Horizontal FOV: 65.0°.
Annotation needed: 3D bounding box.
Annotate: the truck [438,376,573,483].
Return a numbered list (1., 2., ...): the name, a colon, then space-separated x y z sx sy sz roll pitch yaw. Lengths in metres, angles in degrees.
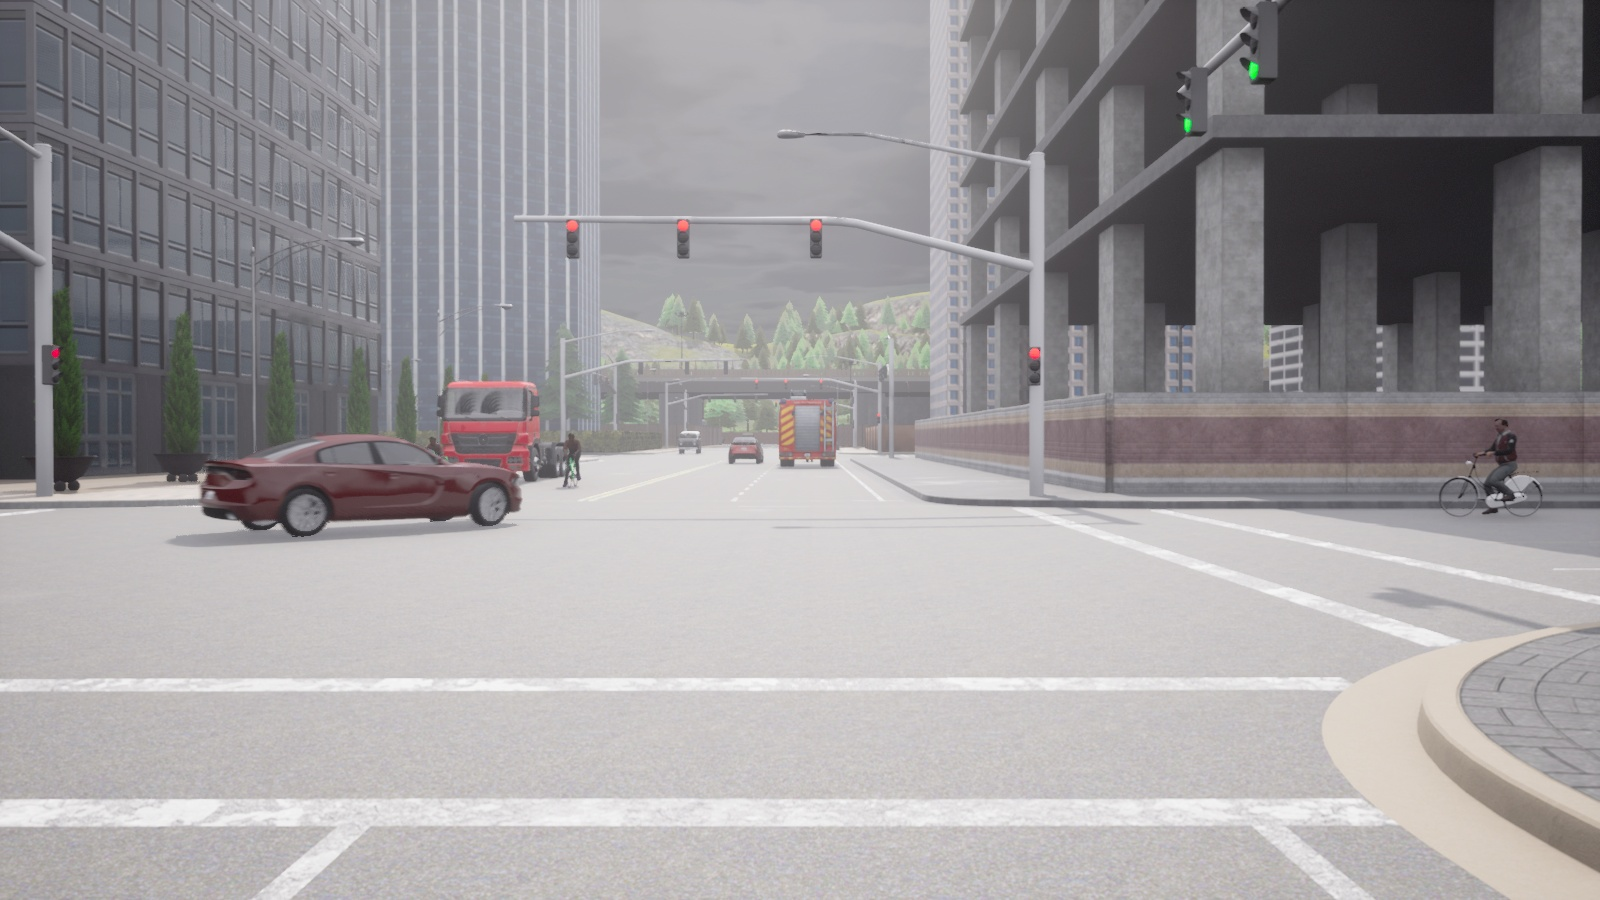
1. truck: -10.232 -0.710 44.537 2.891 3.462 7.936 0 1 0

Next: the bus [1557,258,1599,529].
1. bus: 17.662 -0.869 18.765 10.273 4.253 3.944 0 1 0

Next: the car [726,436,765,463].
1. car: -3.074 -0.057 71.445 2.007 1.525 4.514 0 1 0

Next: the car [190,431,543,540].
1. car: -6.793 0.477 20.116 5.008 1.535 1.882 0 1 -44

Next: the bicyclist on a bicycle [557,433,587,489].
1. bicyclist on a bicycle: -6.770 0.303 37.356 0.582 1.620 1.656 0 1 0

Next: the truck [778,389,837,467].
1. truck: 0.394 -1.106 65.796 2.891 3.827 8.468 0 1 0

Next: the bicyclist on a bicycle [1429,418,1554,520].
1. bicyclist on a bicycle: 12.256 0.337 22.290 1.843 1.776 0.659 0 1 0
